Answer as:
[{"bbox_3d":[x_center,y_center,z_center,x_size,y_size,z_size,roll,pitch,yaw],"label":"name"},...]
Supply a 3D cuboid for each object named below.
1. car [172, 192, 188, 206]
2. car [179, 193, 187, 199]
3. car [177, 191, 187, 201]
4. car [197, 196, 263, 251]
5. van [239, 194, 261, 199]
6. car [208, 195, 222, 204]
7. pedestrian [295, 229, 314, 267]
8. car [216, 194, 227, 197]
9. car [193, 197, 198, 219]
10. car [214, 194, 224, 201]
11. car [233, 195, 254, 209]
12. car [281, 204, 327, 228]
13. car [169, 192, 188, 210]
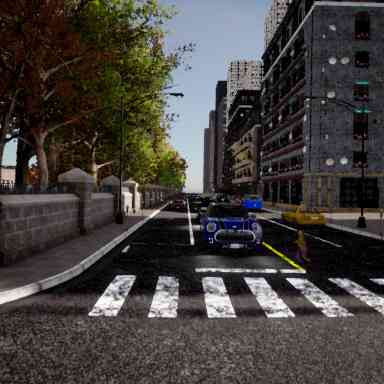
[{"bbox_3d":[-1.739,0.951,48.999,2.192,1.841,5.009,1,0,-1],"label":"car"},{"bbox_3d":[-2.394,0.996,87.765,1.947,1.339,4.313,1,0,-1],"label":"car"},{"bbox_3d":[-2.110,0.831,71.150,2.192,1.841,5.009,1,0,-1],"label":"car"},{"bbox_3d":[1.439,1.237,13.553,2.097,1.767,4.553,1,0,-1],"label":"car"},{"bbox_3d":[6.824,1.191,38.067,1.690,1.788,3.998,1,0,-1],"label":"van"},{"bbox_3d":[3.912,1.301,56.752,1.895,1.301,4.718,1,0,-1],"label":"car"},{"bbox_3d":[3.239,1.614,9.646,0.500,1.100,0.500,1,0,-1],"label":"pedestrian"},{"bbox_3d":[4.082,1.107,46.709,2.097,1.767,4.553,1,0,0],"label":"car"},{"bbox_3d":[1.266,1.353,23.595,1.812,1.442,4.674,1,0,-1],"label":"car"},{"bbox_3d":[6.169,1.191,76.833,2.008,1.369,4.403,1,0,-1],"label":"car"},{"bbox_3d":[6.729,1.259,43.606,1.967,1.590,4.097,1,0,-1],"label":"car"},{"bbox_3d":[7.094,1.470,21.624,1.752,1.417,4.829,1,0,-1],"label":"car"},{"bbox_3d":[-1.556,1.138,37.924,1.967,1.590,4.097,1,0,-1],"label":"car"}]
